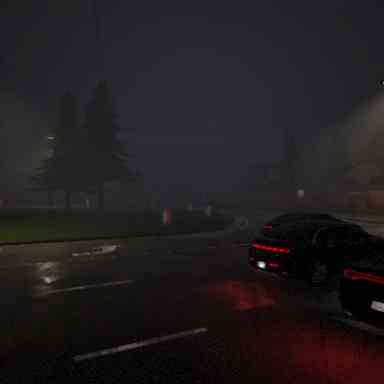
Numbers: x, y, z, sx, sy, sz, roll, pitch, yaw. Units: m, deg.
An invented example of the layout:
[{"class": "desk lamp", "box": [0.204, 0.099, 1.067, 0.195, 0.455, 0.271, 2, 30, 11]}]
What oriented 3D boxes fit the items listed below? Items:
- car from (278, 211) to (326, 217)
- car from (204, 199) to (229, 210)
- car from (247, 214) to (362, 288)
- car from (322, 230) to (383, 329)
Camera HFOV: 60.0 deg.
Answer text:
[{"class": "car", "box": [5.223, 1.597, 14.248, 4.892, 1.490, 1.837, 0, 0, -29]}, {"class": "car", "box": [3.639, 1.803, 49.042, 1.812, 1.442, 4.674, 0, 0, -32]}, {"class": "car", "box": [3.830, 1.567, 9.450, 4.892, 1.490, 1.837, 0, 0, -29]}, {"class": "car", "box": [4.874, 1.525, 6.022, 5.008, 1.535, 1.882, 0, 0, -29]}]
